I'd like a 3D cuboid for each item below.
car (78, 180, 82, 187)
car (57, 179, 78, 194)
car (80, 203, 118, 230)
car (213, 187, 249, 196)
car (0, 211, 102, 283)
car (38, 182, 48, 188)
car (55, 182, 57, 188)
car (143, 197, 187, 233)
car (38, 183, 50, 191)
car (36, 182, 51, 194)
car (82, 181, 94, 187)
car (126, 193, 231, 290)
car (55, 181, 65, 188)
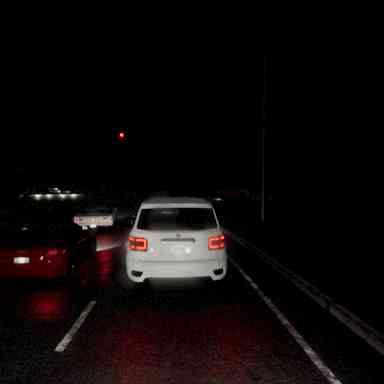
[{"bbox_3d":[-28.905,-2.209,81.459,2.150,2.045,5.566,-1,3,-25],"label":"car"},{"bbox_3d":[-20.066,-0.852,53.583,2.150,2.045,5.566,-1,3,-22],"label":"car"},{"bbox_3d":[-5.113,1.271,18.225,1.895,1.301,4.718,0,2,-9],"label":"car"},{"bbox_3d":[5.262,0.010,44.998,5.008,1.535,1.882,0,3,-22],"label":"car"},{"bbox_3d":[-4.035,1.476,9.505,1.994,1.385,4.181,0,1,-5],"label":"car"},{"bbox_3d":[-33.930,-1.610,75.682,2.033,1.411,5.357,-1,3,-25],"label":"car"},{"bbox_3d":[-24.947,-1.066,64.649,1.994,1.385,4.181,-1,3,-25],"label":"car"},{"bbox_3d":[-1.663,1.139,18.675,2.128,1.511,4.902,0,2,-9],"label":"car"},{"bbox_3d":[-28.172,-1.014,63.284,2.033,1.411,5.357,-1,3,-25],"label":"car"},{"bbox_3d":[-23.206,-0.519,52.039,1.882,1.535,5.008,-1,3,-23],"label":"car"},{"bbox_3d":[-25.717,-1.967,82.918,2.033,1.411,5.357,-1,3,-25],"label":"car"},{"bbox_3d":[-0.475,1.132,9.079,2.150,2.045,5.566,0,1,-4],"label":"car"},{"bbox_3d":[-30.496,-1.718,76.592,1.882,1.535,5.008,-1,3,-25],"label":"car"}]
